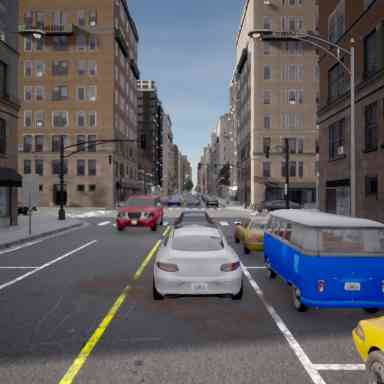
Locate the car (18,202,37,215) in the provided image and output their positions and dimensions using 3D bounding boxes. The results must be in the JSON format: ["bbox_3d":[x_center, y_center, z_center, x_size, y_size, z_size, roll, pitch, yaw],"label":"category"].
[{"bbox_3d":[-16.505,1.443,29.056,4.718,1.301,1.895,0,-1,1],"label":"car"}]

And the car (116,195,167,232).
[{"bbox_3d":[-3.003,1.224,20.232,2.150,2.045,5.566,0,0,1],"label":"car"}]

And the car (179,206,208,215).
[{"bbox_3d":[0.115,1.566,15.594,1.994,1.385,4.181,0,0,0],"label":"car"}]

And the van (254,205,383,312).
[{"bbox_3d":[2.689,1.342,7.409,1.690,1.788,3.998,1,0,0],"label":"van"}]

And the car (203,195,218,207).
[{"bbox_3d":[3.067,1.570,50.745,1.947,1.339,4.313,1,0,1],"label":"car"}]

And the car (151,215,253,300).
[{"bbox_3d":[0.088,1.527,8.258,1.812,1.442,4.674,0,0,-1],"label":"car"}]

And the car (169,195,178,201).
[{"bbox_3d":[-4.905,1.565,89.564,1.947,1.339,4.313,1,0,1],"label":"car"}]

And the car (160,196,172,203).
[{"bbox_3d":[-5.221,1.548,67.449,1.887,1.381,4.507,1,0,1],"label":"car"}]

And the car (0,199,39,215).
[{"bbox_3d":[-18.046,1.411,32.323,5.357,1.411,2.033,0,-1,0],"label":"car"}]

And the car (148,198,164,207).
[{"bbox_3d":[-5.458,1.587,50.863,1.802,1.307,4.206,1,0,1],"label":"car"}]

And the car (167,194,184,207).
[{"bbox_3d":[-2.678,1.483,52.189,1.882,1.535,5.008,0,0,1],"label":"car"}]

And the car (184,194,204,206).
[{"bbox_3d":[0.300,1.552,53.898,2.033,1.411,5.357,0,0,5],"label":"car"}]

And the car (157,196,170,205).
[{"bbox_3d":[-5.300,1.555,61.920,2.008,1.369,4.403,1,0,1],"label":"car"}]

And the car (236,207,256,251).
[{"bbox_3d":[2.696,1.527,13.252,1.752,1.417,4.829,1,0,0],"label":"car"}]

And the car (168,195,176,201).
[{"bbox_3d":[-4.986,1.526,83.866,1.752,1.417,4.829,1,0,1],"label":"car"}]

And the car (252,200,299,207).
[{"bbox_3d":[8.901,1.580,35.336,4.892,1.490,1.837,1,-1,-4],"label":"car"}]

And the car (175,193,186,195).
[{"bbox_3d":[-2.515,1.482,61.849,1.882,1.535,5.008,0,0,1],"label":"car"}]

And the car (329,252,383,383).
[{"bbox_3d":[2.679,1.526,1.905,1.752,1.417,4.829,1,0,0],"label":"car"}]

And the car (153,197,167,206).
[{"bbox_3d":[-5.379,1.571,56.392,1.947,1.339,4.313,1,0,1],"label":"car"}]

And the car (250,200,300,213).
[{"bbox_3d":[9.677,1.672,38.912,5.357,1.411,2.033,1,-1,3],"label":"car"}]

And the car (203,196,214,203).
[{"bbox_3d":[3.304,1.547,67.336,1.887,1.381,4.507,1,0,1],"label":"car"}]
